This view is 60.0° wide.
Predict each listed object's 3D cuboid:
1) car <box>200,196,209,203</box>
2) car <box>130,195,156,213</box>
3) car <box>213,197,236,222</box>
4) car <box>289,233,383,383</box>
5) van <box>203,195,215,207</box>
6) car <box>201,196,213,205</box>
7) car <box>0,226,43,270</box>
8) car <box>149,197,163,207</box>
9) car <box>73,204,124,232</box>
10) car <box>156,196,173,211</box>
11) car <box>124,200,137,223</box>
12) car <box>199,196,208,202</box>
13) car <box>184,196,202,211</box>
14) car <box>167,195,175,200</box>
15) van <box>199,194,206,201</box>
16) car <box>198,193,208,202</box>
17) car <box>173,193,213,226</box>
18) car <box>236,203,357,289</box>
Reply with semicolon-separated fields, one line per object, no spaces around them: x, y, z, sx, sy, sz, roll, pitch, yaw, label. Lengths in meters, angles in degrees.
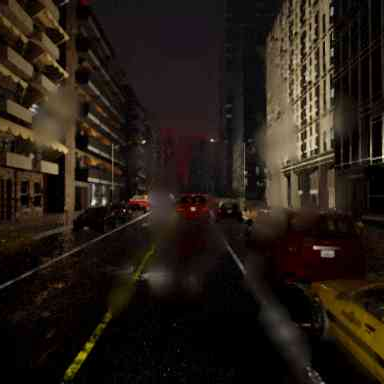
2.631;1.571;70.039;1.802;1.307;4.206;1;0;0;car
-5.676;1.311;36.646;2.192;1.841;5.009;1;0;0;car
2.680;1.438;25.657;1.967;1.590;4.097;1;0;0;car
2.700;1.525;3.636;1.752;1.417;4.829;1;0;0;car
2.653;1.334;53.396;1.690;1.788;3.998;1;0;0;van
2.643;1.536;58.944;1.887;1.381;4.507;1;0;0;car
-5.652;1.525;8.742;1.752;1.417;4.829;1;0;0;car
-5.699;1.575;53.287;1.802;1.307;4.206;1;0;0;car
-5.664;1.564;20.007;1.947;1.339;4.313;1;0;0;car
-3.132;1.559;39.867;1.994;1.385;4.181;0;0;0;car
-5.670;1.580;25.554;1.802;1.307;4.206;1;0;0;car
2.625;1.570;75.067;1.802;1.307;4.206;1;0;0;car
0.057;1.347;41.018;2.097;1.767;4.553;0;0;0;car
-5.770;1.510;91.385;1.752;1.417;4.829;1;0;0;car
2.618;1.327;86.082;1.690;1.788;3.998;1;0;0;van
2.625;1.302;80.574;2.192;1.841;5.009;1;0;0;car
0.076;1.215;23.500;2.150;2.045;5.566;0;-1;0;car
2.699;1.315;9.014;2.192;1.841;5.009;1;0;0;car
